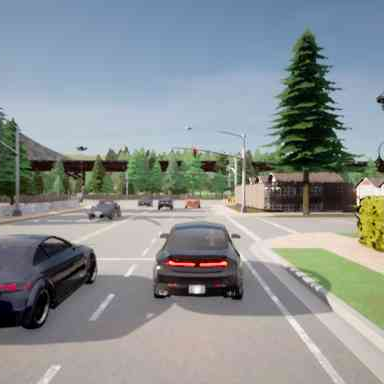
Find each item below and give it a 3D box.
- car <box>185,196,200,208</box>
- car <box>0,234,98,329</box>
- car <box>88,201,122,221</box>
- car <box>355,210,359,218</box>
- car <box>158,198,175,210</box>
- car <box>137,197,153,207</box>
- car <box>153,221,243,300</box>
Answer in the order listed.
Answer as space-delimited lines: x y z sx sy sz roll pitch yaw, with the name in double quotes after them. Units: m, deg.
0.110 1.374 47.574 2.097 1.767 4.553 0 0 0 "car"
-3.421 1.567 6.938 1.994 1.385 4.181 0 0 0 "car"
-7.108 1.504 27.532 2.128 1.511 4.902 0 0 0 "car"
14.850 1.478 25.011 4.892 1.490 1.837 0 0 -1 "car"
-3.415 1.525 43.696 1.837 1.490 4.892 0 0 0 "car"
-7.021 1.536 50.262 1.837 1.490 4.892 0 0 0 "car"
0.192 1.509 8.425 1.837 1.490 4.892 0 0 2 "car"
